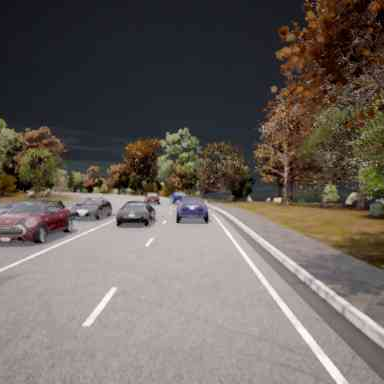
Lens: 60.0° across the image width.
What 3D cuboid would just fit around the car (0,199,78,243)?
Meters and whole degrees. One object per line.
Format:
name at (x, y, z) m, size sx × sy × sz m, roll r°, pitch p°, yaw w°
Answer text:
car at (-6.997, 1.148, 14.722) m, size 2.097 × 1.767 × 4.553 m, roll 0°, pitch 1°, yaw 0°

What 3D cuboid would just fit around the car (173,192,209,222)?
car at (0.005, 0.993, 23.028) m, size 2.097 × 1.767 × 4.553 m, roll 0°, pitch 1°, yaw 0°

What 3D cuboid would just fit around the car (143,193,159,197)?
car at (-5.234, 0.802, 42.883) m, size 1.812 × 1.442 × 4.674 m, roll 0°, pitch 1°, yaw -11°

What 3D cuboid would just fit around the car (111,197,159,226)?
car at (-3.415, 1.247, 20.787) m, size 1.994 × 1.385 × 4.181 m, roll 0°, pitch 1°, yaw 0°

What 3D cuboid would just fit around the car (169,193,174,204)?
car at (-1.793, 0.778, 43.345) m, size 1.882 × 1.535 × 5.008 m, roll 1°, pitch 1°, yaw -10°

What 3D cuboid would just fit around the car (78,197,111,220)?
car at (-7.056, 1.115, 23.819) m, size 2.128 × 1.511 × 4.902 m, roll 0°, pitch 1°, yaw 0°
